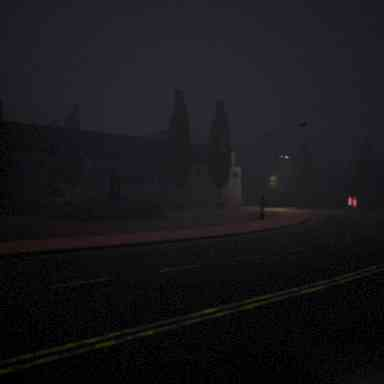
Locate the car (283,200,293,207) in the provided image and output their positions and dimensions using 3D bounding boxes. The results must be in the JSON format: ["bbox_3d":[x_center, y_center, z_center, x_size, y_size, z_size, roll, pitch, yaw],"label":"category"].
[{"bbox_3d":[16.557,2.099,62.432,2.033,1.411,5.357,1,0,-23],"label":"car"}]

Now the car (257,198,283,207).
[{"bbox_3d":[13.658,1.862,60.126,2.097,1.767,4.553,1,0,-21],"label":"car"}]
